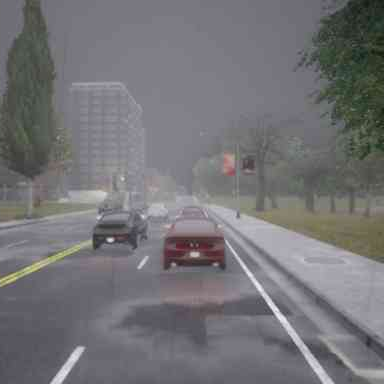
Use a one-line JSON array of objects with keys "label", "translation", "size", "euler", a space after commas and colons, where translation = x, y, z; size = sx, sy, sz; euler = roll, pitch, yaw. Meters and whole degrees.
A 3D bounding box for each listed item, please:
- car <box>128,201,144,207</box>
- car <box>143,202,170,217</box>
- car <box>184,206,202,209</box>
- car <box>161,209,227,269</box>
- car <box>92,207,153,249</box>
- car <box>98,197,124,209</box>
[{"label": "car", "translation": [-6.573, 1.927, 40.680], "size": [1.837, 1.490, 4.892], "euler": [0, -1, 0]}, {"label": "car", "translation": [-3.147, 1.836, 31.468], "size": [1.812, 1.442, 4.674], "euler": [0, -1, 0]}, {"label": "car", "translation": [0.077, 1.789, 25.456], "size": [2.033, 1.411, 5.357], "euler": [0, -1, 0]}, {"label": "car", "translation": [0.071, 1.575, 11.546], "size": [1.882, 1.535, 5.008], "euler": [0, 0, 0]}, {"label": "car", "translation": [-3.158, 1.638, 15.336], "size": [1.837, 1.490, 4.892], "euler": [0, -1, 0]}, {"label": "car", "translation": [-9.825, 1.644, 40.736], "size": [2.150, 2.045, 5.566], "euler": [0, -1, 0]}]
